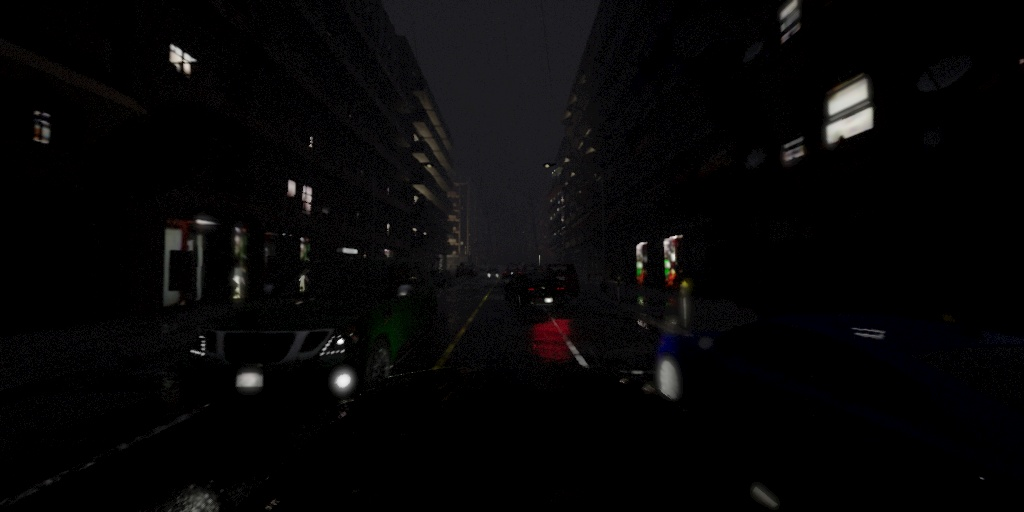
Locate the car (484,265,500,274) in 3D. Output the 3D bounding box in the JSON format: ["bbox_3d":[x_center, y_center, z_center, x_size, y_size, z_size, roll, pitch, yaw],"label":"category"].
[{"bbox_3d":[-2.871,2.064,57.119,2.033,1.411,5.357,0,-1,0],"label":"car"}]

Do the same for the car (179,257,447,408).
[{"bbox_3d":[-2.858,1.034,6.665,2.150,2.045,5.566,0,-1,0],"label":"car"}]

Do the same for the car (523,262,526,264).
[{"bbox_3d":[2.426,1.774,53.444,2.192,1.841,5.009,0,0,0],"label":"car"}]

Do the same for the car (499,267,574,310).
[{"bbox_3d":[0.888,1.437,15.937,1.837,1.490,4.892,0,0,-12],"label":"car"}]

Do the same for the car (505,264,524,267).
[{"bbox_3d":[0.021,1.807,38.877,1.994,1.385,4.181,0,-1,0],"label":"car"}]

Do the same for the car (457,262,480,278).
[{"bbox_3d":[-5.398,1.610,42.422,2.192,1.841,5.009,0,0,0],"label":"car"}]

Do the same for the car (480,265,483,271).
[{"bbox_3d":[-5.410,1.922,47.952,1.888,1.381,4.507,0,0,0],"label":"car"}]

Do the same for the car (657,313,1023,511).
[{"bbox_3d":[3.014,1.246,3.187,1.882,1.535,5.008,0,-1,0],"label":"car"}]

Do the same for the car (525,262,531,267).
[{"bbox_3d":[2.473,1.576,31.322,1.967,1.591,4.097,0,0,0],"label":"car"}]

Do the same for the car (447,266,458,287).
[{"bbox_3d":[-5.363,1.628,25.834,1.948,1.339,4.313,0,0,0],"label":"car"}]

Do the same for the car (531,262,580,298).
[{"bbox_3d":[2.497,1.301,20.260,2.192,1.841,5.009,0,0,0],"label":"car"}]
